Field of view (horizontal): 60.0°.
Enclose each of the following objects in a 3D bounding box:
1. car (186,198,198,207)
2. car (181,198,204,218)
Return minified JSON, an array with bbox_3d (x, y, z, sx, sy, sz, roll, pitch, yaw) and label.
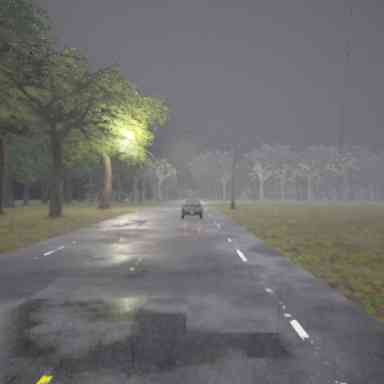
[{"bbox_3d":[-0.011,1.743,57.365,2.033,1.411,5.357,0,0,0],"label":"car"},{"bbox_3d":[0.035,1.522,30.063,2.128,1.511,4.902,0,0,1],"label":"car"}]
